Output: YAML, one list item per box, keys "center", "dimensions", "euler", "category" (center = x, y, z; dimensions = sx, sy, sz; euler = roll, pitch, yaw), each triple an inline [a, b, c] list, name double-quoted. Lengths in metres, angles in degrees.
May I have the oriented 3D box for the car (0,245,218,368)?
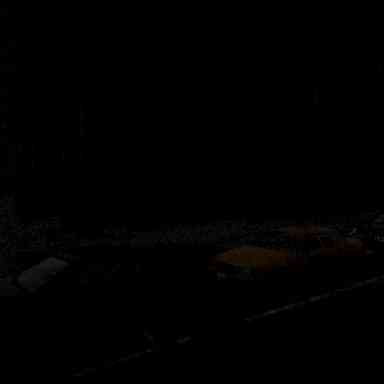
- center: [-1.824, 1.575, 5.344]
  dimensions: [4.206, 1.307, 1.802]
  euler: [0, 0, -35]
  category: "car"

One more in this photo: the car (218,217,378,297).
- center: [2.599, 1.493, 8.498]
  dimensions: [4.829, 1.417, 1.752]
  euler: [0, 0, -35]
  category: "car"

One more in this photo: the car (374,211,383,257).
- center: [7.298, 1.381, 11.848]
  dimensions: [4.097, 1.590, 1.967]
  euler: [0, 0, -35]
  category: "car"
